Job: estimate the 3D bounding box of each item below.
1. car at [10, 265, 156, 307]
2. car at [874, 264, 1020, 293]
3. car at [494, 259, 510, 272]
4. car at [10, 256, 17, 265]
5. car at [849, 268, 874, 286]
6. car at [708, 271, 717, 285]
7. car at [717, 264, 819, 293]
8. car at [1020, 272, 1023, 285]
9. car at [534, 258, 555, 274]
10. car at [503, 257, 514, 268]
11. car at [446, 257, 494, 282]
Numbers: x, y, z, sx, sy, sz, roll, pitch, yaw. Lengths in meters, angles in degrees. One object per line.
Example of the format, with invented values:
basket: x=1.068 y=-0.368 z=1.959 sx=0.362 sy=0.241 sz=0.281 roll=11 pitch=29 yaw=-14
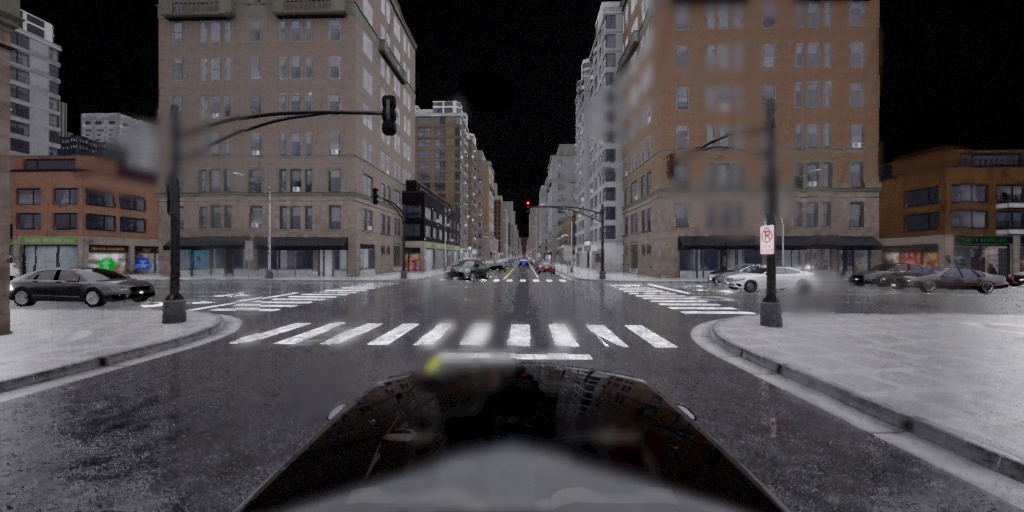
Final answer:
car: x=-17.632 y=1.239 z=14.806 sx=4.892 sy=1.490 sz=1.837 roll=0 pitch=0 yaw=2
car: x=24.374 y=1.326 z=20.275 sx=5.357 sy=1.411 sz=2.033 roll=0 pitch=0 yaw=2
car: x=-1.707 y=1.377 z=46.903 sx=1.895 sy=1.301 sz=4.718 roll=0 pitch=0 yaw=2
car: x=-38.629 y=0.950 z=25.378 sx=5.566 sy=2.045 sz=2.150 roll=0 pitch=0 yaw=2
car: x=25.083 y=1.284 z=23.506 sx=4.892 sy=1.490 sz=1.837 roll=0 pitch=0 yaw=2
car: x=15.666 y=1.257 z=23.783 sx=4.902 sy=1.511 sz=2.128 roll=0 pitch=0 yaw=2
car: x=14.787 y=1.291 z=20.556 sx=4.674 sy=1.442 sz=1.812 roll=0 pitch=0 yaw=3
car: x=35.065 y=1.360 z=23.204 sx=4.181 sy=1.385 sz=1.994 roll=0 pitch=0 yaw=2
car: x=3.850 y=1.210 z=40.883 sx=1.967 sy=1.591 sz=4.097 roll=0 pitch=0 yaw=2
car: x=-1.148 y=1.356 z=62.283 sx=1.994 sy=1.385 sz=4.181 roll=0 pitch=0 yaw=2
car: x=-3.476 y=1.103 z=28.837 sx=2.097 sy=1.767 sz=4.553 roll=0 pitch=0 yaw=18
